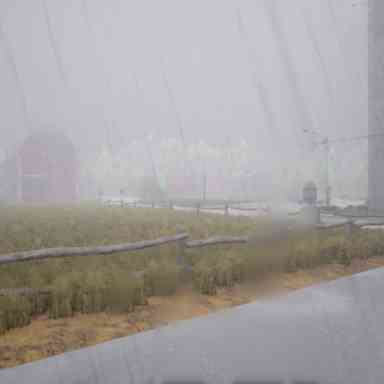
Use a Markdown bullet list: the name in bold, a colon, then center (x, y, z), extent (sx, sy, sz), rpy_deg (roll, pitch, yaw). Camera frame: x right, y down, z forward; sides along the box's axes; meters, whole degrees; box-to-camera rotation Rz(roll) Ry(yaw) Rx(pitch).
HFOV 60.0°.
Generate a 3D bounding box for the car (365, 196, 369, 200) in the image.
- **car**: center (41.013, 1.208, 74.478), extent (1.905, 1.878, 3.866), rpy_deg (0, 0, -36)

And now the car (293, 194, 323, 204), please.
- **car**: center (21.454, 1.410, 60.218), extent (2.242, 1.667, 4.611), rpy_deg (0, 0, -36)

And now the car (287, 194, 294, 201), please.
- **car**: center (24.971, 1.220, 79.185), extent (1.932, 1.855, 4.605), rpy_deg (0, 0, -36)
